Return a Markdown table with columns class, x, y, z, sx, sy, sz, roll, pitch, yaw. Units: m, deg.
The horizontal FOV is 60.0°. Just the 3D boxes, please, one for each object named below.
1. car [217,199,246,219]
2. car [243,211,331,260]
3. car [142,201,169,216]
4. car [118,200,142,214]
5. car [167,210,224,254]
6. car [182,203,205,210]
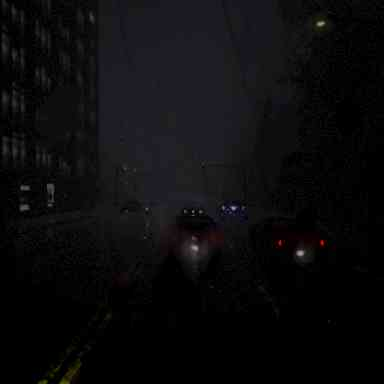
| class | x | y | z | sx | sy | sz | roll | pitch | yaw |
| --- | --- | --- | --- | --- | --- | --- | --- | --- | --- |
| car | 3.341 | 1.343 | 28.723 | 2.097 | 1.767 | 4.553 | 0 | 0 | 0 |
| car | 3.341 | 1.597 | 12.458 | 1.895 | 1.301 | 4.718 | 0 | 0 | 0 |
| car | -3.342 | 1.591 | 32.112 | 1.895 | 1.301 | 4.718 | 0 | 0 | 0 |
| car | -6.583 | 1.537 | 36.189 | 2.033 | 1.411 | 5.357 | 0 | 0 | 0 |
| car | 0.093 | 1.596 | 13.364 | 1.895 | 1.301 | 4.718 | 0 | 0 | 0 |
| car | 0.093 | 1.592 | 28.373 | 1.895 | 1.301 | 4.718 | 0 | 0 | 0 |
